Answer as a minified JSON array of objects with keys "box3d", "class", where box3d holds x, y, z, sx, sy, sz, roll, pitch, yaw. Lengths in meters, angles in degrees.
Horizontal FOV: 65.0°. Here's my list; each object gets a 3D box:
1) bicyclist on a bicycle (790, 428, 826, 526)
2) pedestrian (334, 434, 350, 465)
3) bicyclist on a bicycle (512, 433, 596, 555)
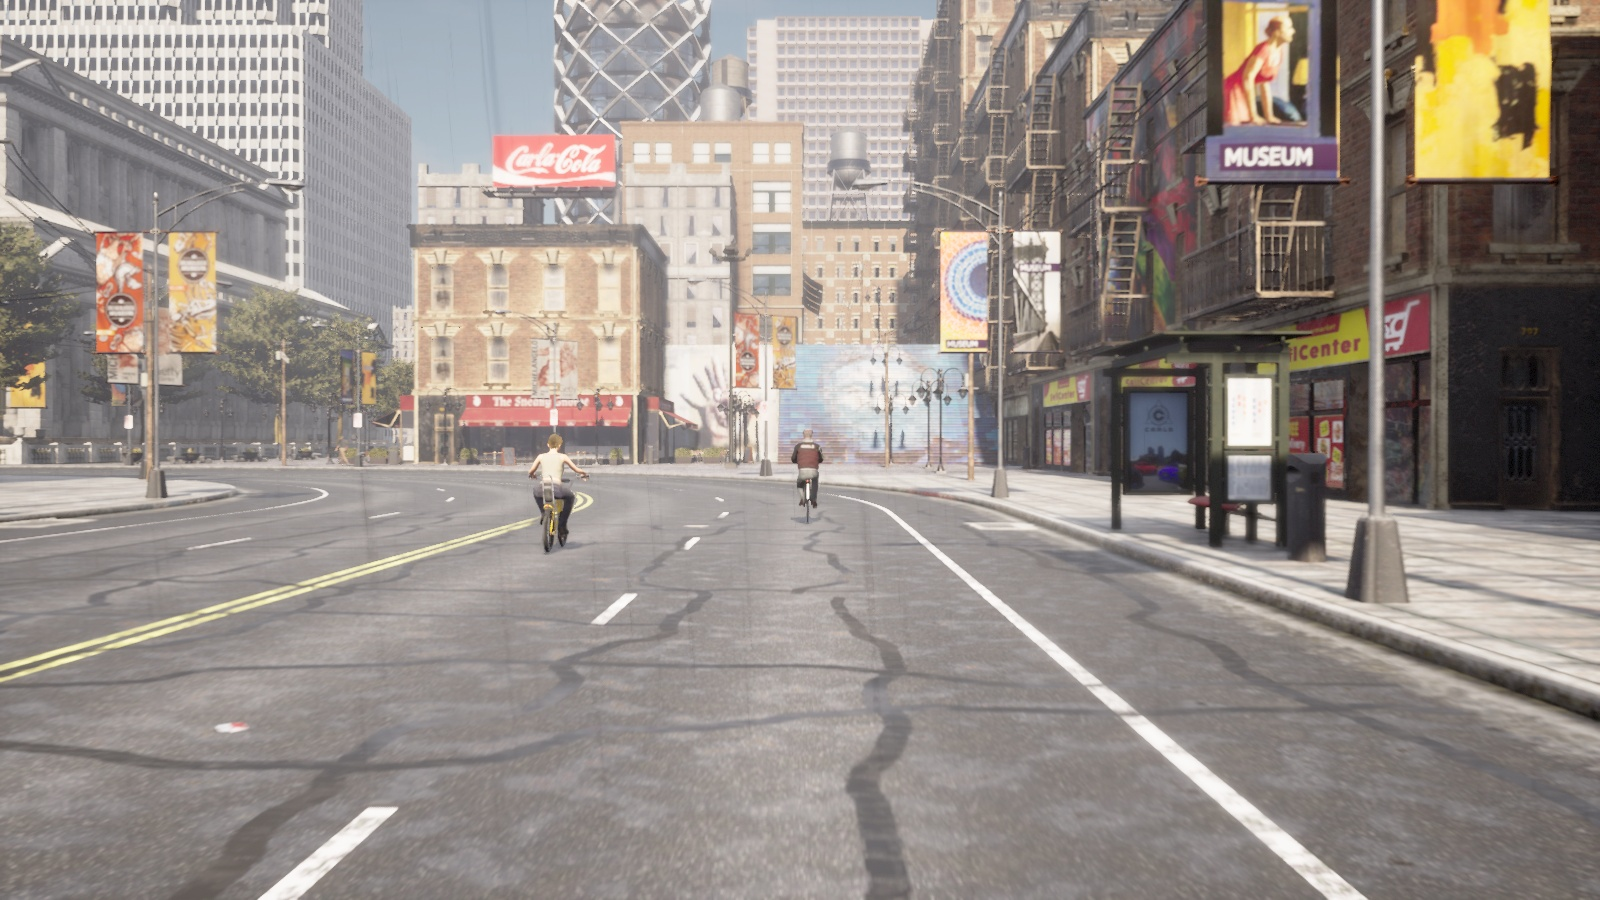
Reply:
[{"box3d":[0.148,0.484,23.615,0.659,1.776,1.843,0,1,0],"class":"bicyclist on a bicycle"},{"box3d":[-26.832,-0.034,73.610,0.694,1.848,0.540,0,0,17],"class":"pedestrian"},{"box3d":[-3.394,0.582,17.450,0.866,1.612,1.509,0,0,1],"class":"bicyclist on a bicycle"}]
